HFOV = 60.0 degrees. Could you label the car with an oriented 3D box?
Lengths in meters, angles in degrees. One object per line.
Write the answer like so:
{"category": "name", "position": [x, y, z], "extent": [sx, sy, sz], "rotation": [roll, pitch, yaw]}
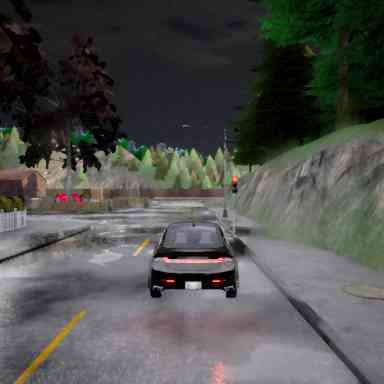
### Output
{"category": "car", "position": [0.048, 1.492, 8.504], "extent": [2.128, 1.511, 4.902], "rotation": [0, 0, 1]}
